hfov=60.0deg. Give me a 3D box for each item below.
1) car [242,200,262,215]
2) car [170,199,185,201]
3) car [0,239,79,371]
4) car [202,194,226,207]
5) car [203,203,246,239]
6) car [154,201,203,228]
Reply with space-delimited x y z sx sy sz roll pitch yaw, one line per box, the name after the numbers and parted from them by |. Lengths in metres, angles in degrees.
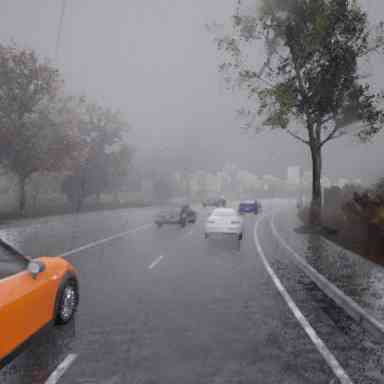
6.161 1.528 34.849 1.882 1.535 5.008 0 0 18 | car
-1.937 1.566 43.966 1.994 1.385 4.181 0 0 21 | car
-3.156 1.342 4.236 2.097 1.767 4.553 0 0 2 | car
3.257 1.257 47.598 2.150 2.045 5.566 0 0 23 | car
1.770 1.544 17.457 1.812 1.442 4.674 0 0 9 | car
-0.947 1.555 22.170 2.033 1.411 5.357 0 0 12 | car
